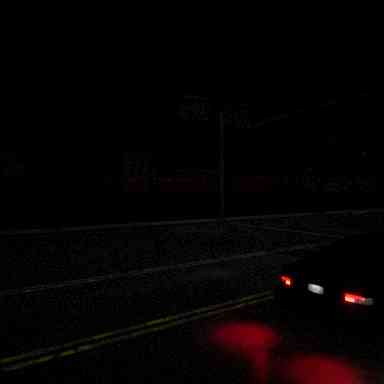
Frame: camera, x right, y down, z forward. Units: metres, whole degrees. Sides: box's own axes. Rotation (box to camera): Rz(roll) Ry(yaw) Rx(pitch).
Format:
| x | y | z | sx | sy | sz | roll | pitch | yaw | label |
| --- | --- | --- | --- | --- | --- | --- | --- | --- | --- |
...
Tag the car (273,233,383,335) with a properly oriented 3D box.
| x | y | z | sx | sy | sz | roll | pitch | yaw | label |
| --- | --- | --- | --- | --- | --- | --- | --- | --- | --- |
| 3.967 | 1.547 | 6.600 | 5.357 | 1.411 | 2.033 | 0 | 0 | -35 | car |
